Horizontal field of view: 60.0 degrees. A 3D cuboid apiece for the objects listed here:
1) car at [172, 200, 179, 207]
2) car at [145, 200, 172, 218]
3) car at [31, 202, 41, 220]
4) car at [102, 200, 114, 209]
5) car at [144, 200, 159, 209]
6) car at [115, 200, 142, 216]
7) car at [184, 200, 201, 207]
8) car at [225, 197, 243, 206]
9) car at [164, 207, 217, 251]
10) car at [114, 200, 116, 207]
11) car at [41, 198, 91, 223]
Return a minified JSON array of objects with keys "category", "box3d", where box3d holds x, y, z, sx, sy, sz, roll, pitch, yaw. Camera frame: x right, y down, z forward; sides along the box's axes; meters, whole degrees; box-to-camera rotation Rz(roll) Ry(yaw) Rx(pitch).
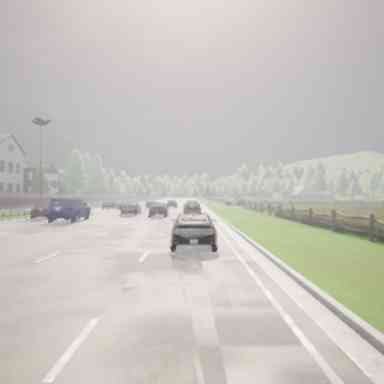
[{"category":"car","box3d":[-3.498,2.122,58.287,1.837,1.490,4.892,0,-3,0]},{"category":"car","box3d":[-3.457,1.883,35.325,1.837,1.490,4.892,0,-1,0]},{"category":"car","box3d":[-13.953,1.712,32.837,2.097,1.767,4.553,0,-1,0]},{"category":"car","box3d":[-13.996,2.106,57.115,2.128,1.511,4.902,0,-1,0]},{"category":"car","box3d":[-6.997,2.100,57.856,1.882,1.535,5.008,0,-1,0]},{"category":"car","box3d":[-6.963,1.907,38.466,2.128,1.511,4.902,0,-1,0]},{"category":"car","box3d":[0.034,1.784,40.497,2.097,1.767,4.553,0,-1,0]},{"category":"car","box3d":[8.805,1.946,69.347,3.866,1.878,1.905,0,-1,0]},{"category":"car","box3d":[0.074,1.652,14.859,2.128,1.511,4.902,0,0,0]},{"category":"car","box3d":[-10.489,2.068,53.528,2.128,1.511,4.902,0,-1,0]},{"category":"car","box3d":[-10.446,1.531,28.536,2.150,2.045,5.566,0,-1,0]}]
